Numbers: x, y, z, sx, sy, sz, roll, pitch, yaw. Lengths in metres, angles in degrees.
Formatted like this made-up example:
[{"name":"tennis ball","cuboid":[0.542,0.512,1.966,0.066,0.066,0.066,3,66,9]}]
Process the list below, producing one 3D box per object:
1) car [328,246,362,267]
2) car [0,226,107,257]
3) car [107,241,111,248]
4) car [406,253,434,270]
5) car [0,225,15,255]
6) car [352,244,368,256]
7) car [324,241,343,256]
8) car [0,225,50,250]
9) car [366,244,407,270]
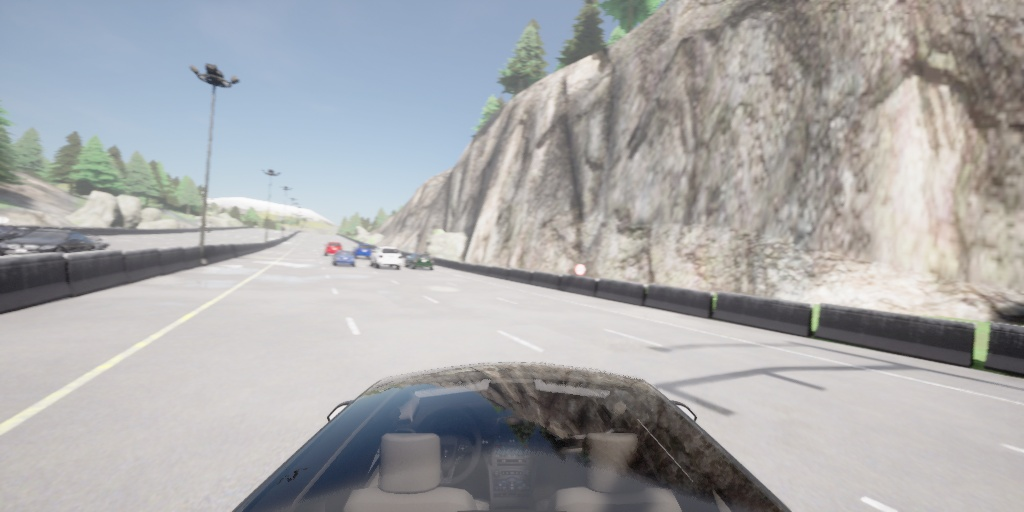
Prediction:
[{"name":"car","cuboid":[-15.765,0.162,33.594,2.033,1.411,5.357,4,0,-29]},{"name":"car","cuboid":[-23.077,-0.586,18.079,1.812,1.442,4.674,4,0,-29]},{"name":"car","cuboid":[-31.648,-0.944,26.142,1.895,1.301,4.718,4,0,-29]},{"name":"car","cuboid":[-9.624,0.437,36.940,2.097,1.767,4.553,4,0,-29]},{"name":"car","cuboid":[-26.116,-0.818,16.358,2.128,1.511,4.902,4,0,-29]},{"name":"car","cuboid":[-20.812,-0.677,49.809,2.150,2.045,5.566,4,1,-29]},{"name":"car","cuboid":[-24.544,-0.979,49.336,2.150,2.045,5.566,4,1,-29]},{"name":"car","cuboid":[-34.691,-1.311,24.447,2.128,1.511,4.902,4,0,-29]},{"name":"car","cuboid":[-12.051,0.127,34.135,2.150,2.045,5.566,4,0,-29]}]
